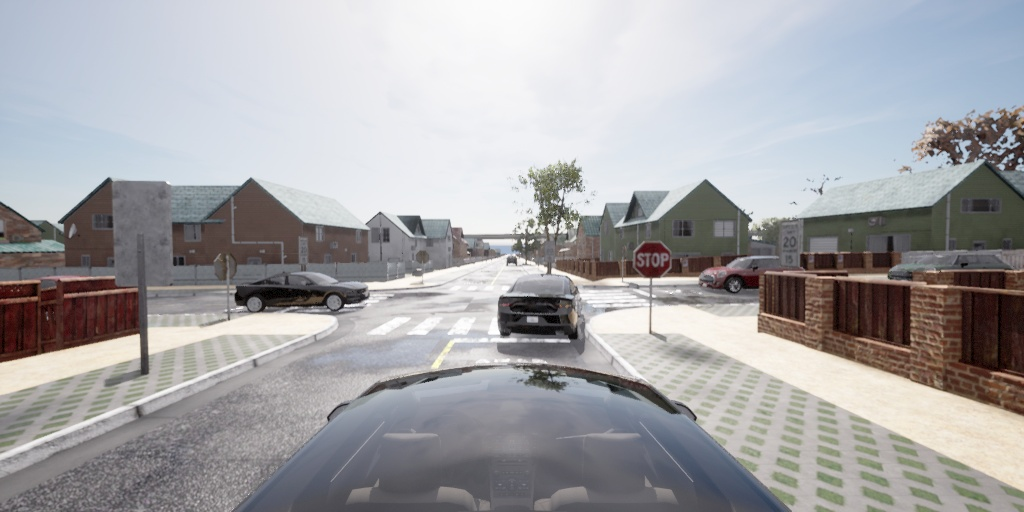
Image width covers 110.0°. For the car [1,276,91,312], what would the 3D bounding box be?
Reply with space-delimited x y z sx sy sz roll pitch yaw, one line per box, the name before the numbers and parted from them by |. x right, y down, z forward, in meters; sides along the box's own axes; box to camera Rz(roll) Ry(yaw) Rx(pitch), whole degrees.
car | -18.025 1.546 14.627 5.008 1.535 1.882 -1 2 0

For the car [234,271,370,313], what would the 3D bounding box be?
car | -8.473 1.376 14.692 5.008 1.535 1.882 -1 2 0

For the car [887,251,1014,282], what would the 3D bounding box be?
car | 21.696 0.645 17.857 4.553 1.767 2.097 -1 2 0

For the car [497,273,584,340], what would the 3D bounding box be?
car | 0.955 1.224 10.169 1.882 1.535 5.008 0 0 12

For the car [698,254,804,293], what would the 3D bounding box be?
car | 11.801 0.820 17.782 4.553 1.767 2.097 -1 2 0
